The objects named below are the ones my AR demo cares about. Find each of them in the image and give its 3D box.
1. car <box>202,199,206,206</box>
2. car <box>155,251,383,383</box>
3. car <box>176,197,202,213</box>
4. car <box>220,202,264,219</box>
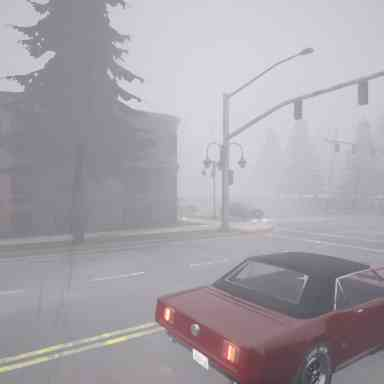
[{"bbox_3d":[0.483,1.525,54.285,1.812,1.442,4.674,0,0,-33],"label":"car"},{"bbox_3d":[1.941,1.601,5.014,4.718,1.301,1.895,0,0,-34],"label":"car"},{"bbox_3d":[-1.288,1.352,37.556,2.097,1.767,4.553,0,0,-33],"label":"car"},{"bbox_3d":[4.279,1.564,29.067,1.994,1.385,4.181,0,0,-33],"label":"car"}]
